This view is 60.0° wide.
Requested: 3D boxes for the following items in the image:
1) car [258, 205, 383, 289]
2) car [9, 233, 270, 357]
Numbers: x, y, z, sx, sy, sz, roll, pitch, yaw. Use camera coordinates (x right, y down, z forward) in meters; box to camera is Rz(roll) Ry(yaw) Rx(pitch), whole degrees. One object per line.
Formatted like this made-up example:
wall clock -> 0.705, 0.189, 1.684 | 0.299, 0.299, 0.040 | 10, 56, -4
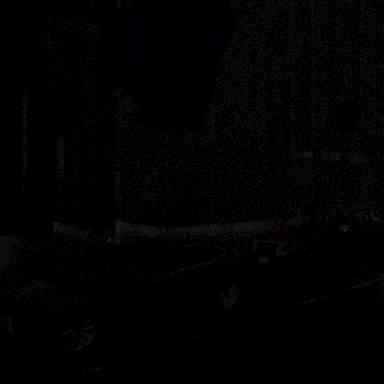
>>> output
car -> 3.749, 1.312, 9.327 | 5.009, 1.841, 2.192 | 0, 0, -35
car -> -0.839, 1.563, 6.053 | 4.313, 1.339, 1.947 | 0, 0, -35
